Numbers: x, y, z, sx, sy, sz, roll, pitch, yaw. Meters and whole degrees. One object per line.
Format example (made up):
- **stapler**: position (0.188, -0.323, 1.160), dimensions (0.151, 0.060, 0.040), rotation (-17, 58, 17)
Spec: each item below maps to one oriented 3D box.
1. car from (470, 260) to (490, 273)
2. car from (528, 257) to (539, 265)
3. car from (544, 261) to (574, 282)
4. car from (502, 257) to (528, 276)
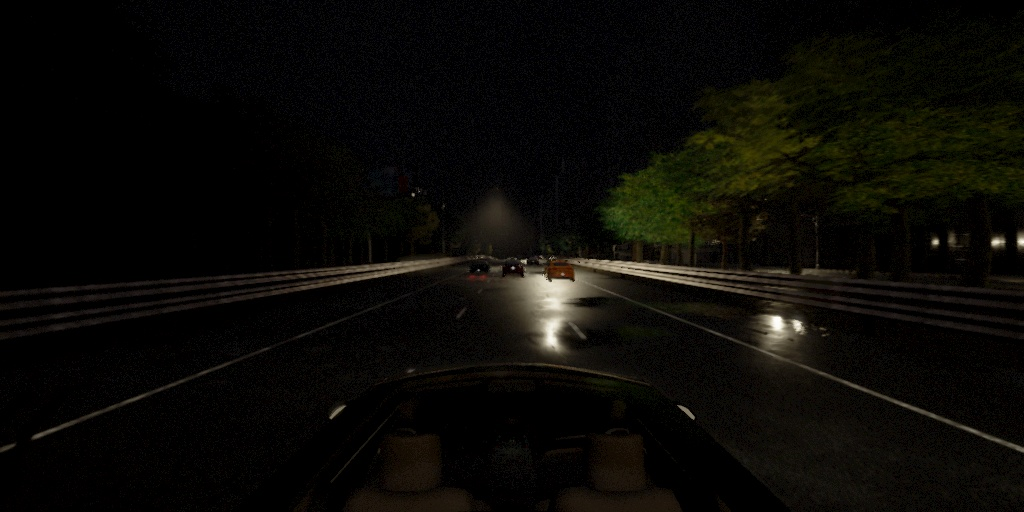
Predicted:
- **car**: position (-3.404, 1.136, 39.061), dimensions (1.895, 1.301, 4.718), rotation (0, 0, 0)
- **car**: position (3.591, 0.844, 62.694), dimensions (1.994, 1.385, 4.181), rotation (0, 1, 0)
- **car**: position (3.595, 1.105, 27.888), dimensions (1.882, 1.535, 5.008), rotation (0, 0, 0)
- **car**: position (0.095, 1.080, 34.067), dimensions (2.163, 1.488, 4.792), rotation (0, 0, 0)
